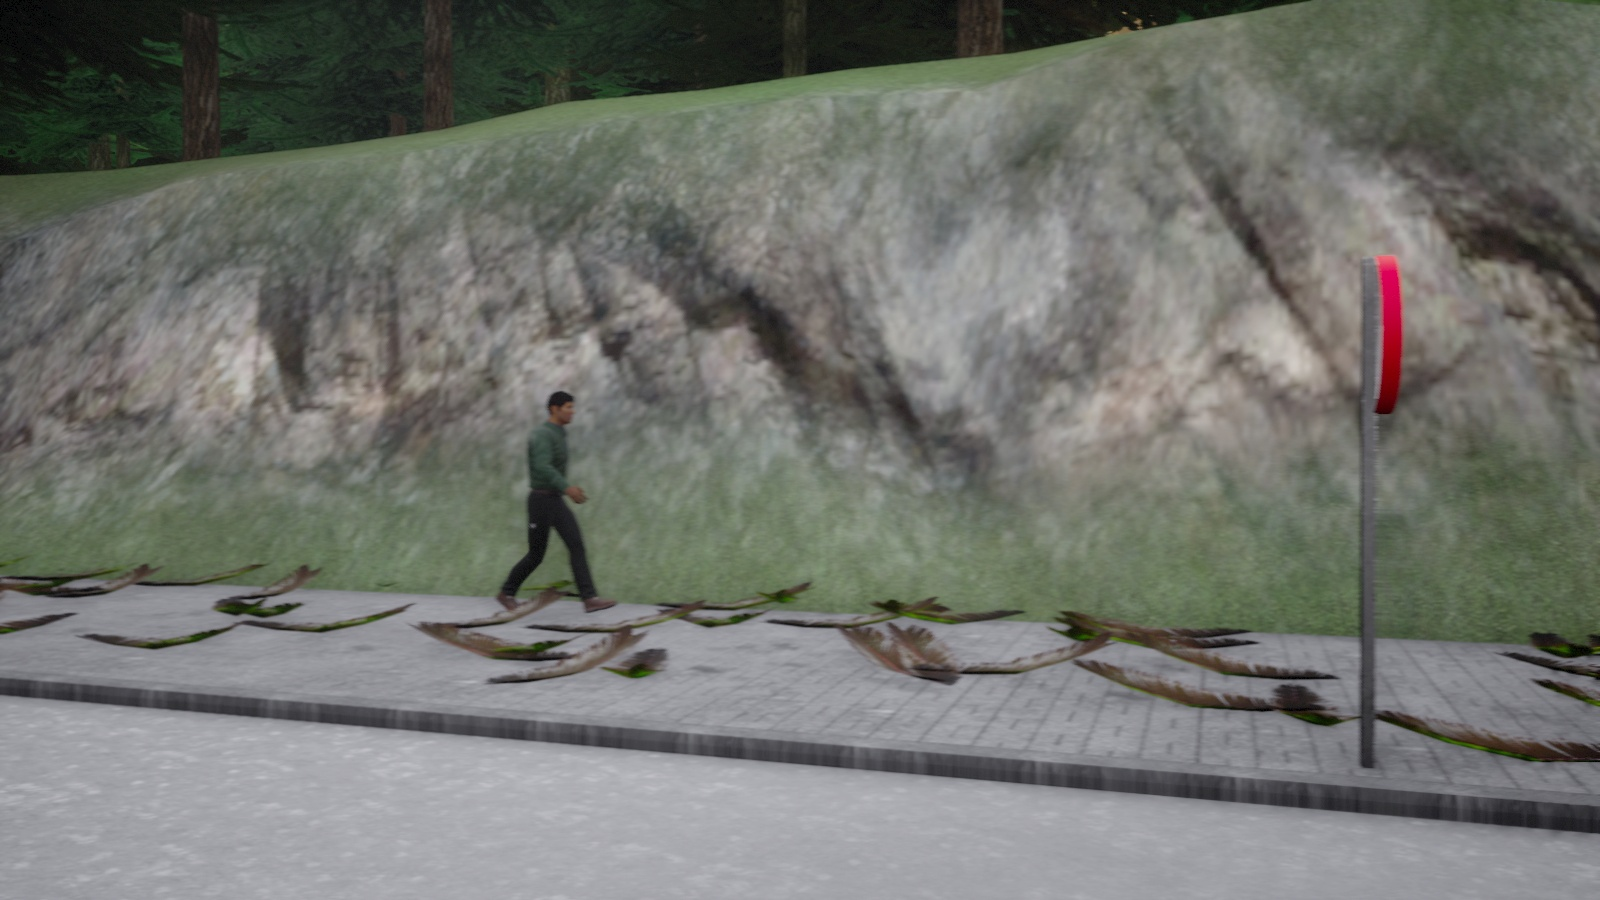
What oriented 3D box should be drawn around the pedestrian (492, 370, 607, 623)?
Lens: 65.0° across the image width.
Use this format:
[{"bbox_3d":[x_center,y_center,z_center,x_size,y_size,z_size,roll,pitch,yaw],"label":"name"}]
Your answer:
[{"bbox_3d":[-1.989,0.354,9.983,0.788,1.949,0.423,1,1,19],"label":"pedestrian"}]
